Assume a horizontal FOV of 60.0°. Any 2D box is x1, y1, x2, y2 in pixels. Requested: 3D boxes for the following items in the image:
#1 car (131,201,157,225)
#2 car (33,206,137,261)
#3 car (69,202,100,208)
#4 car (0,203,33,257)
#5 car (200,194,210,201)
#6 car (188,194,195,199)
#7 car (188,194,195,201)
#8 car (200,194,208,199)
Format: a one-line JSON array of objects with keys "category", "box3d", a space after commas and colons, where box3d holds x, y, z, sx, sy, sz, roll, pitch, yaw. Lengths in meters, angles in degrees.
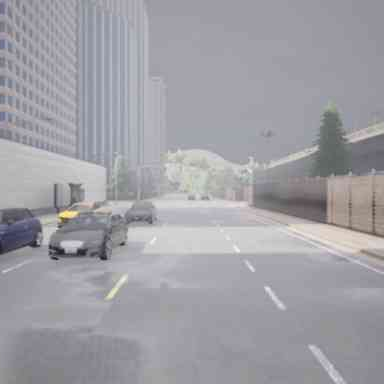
[{"category": "car", "box3d": [-3.597, 1.467, 24.070, 1.837, 1.490, 4.892, 0, 1, 0]}, {"category": "car", "box3d": [-3.611, 1.475, 12.353, 2.128, 1.511, 4.902, 0, 0, 0]}, {"category": "car", "box3d": [-7.104, 1.448, 21.866, 1.882, 1.535, 5.008, 0, 0, 0]}, {"category": "car", "box3d": [-7.110, 1.338, 11.682, 2.097, 1.767, 4.553, 0, 0, 0]}, {"category": "car", "box3d": [3.386, 1.340, 83.436, 1.882, 1.535, 5.008, 0, 0, 0]}, {"category": "car", "box3d": [-0.128, 1.253, 93.855, 1.837, 1.490, 4.892, 0, 0, 0]}, {"category": "car", "box3d": [-0.114, 1.343, 83.432, 1.882, 1.535, 5.008, 0, 0, 0]}, {"category": "car", "box3d": [3.372, 1.250, 93.860, 1.837, 1.490, 4.892, 0, 0, 0]}]
